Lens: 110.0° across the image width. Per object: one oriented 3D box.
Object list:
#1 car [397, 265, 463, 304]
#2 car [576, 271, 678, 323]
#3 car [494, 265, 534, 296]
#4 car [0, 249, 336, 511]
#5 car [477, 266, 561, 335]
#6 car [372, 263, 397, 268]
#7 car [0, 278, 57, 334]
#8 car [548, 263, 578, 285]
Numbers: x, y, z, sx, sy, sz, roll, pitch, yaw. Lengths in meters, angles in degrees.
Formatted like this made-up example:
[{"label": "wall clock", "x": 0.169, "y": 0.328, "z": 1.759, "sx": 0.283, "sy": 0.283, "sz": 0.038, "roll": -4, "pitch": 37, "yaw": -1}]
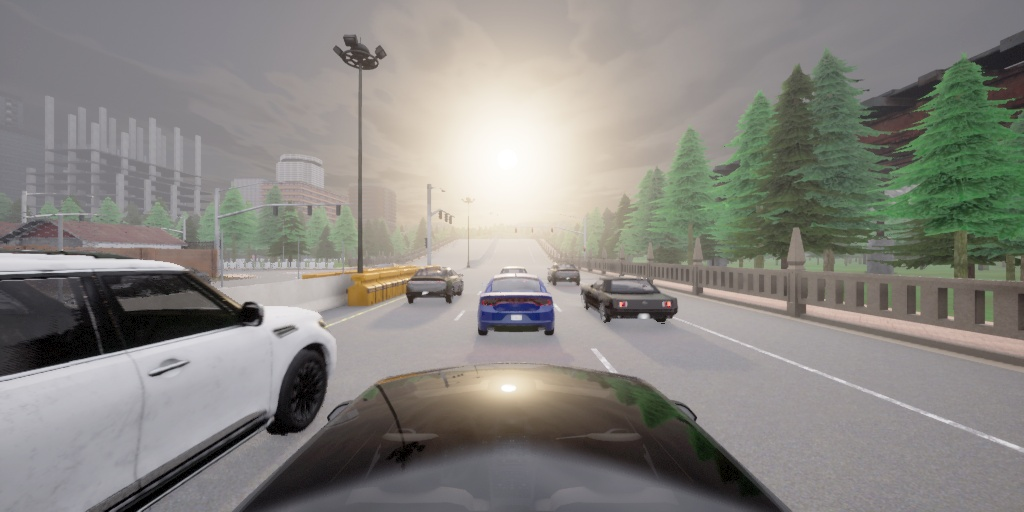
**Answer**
[{"label": "car", "x": -3.395, "y": 1.242, "z": 16.408, "sx": 2.128, "sy": 1.511, "sz": 4.902, "roll": 0, "pitch": 0, "yaw": 0}, {"label": "car", "x": 3.603, "y": 1.351, "z": 12.015, "sx": 1.895, "sy": 1.301, "sz": 4.718, "roll": 0, "pitch": 0, "yaw": 0}, {"label": "car", "x": 0.106, "y": 1.297, "z": 20.568, "sx": 2.033, "sy": 1.411, "sz": 5.357, "roll": 0, "pitch": 0, "yaw": 0}, {"label": "car", "x": -3.403, "y": 0.974, "z": 2.369, "sx": 2.150, "sy": 2.045, "sz": 5.566, "roll": 0, "pitch": 0, "yaw": 0}, {"label": "car", "x": 0.100, "y": 1.228, "z": 10.497, "sx": 1.882, "sy": 1.535, "sz": 5.008, "roll": 0, "pitch": 0, "yaw": 0}, {"label": "car", "x": -10.490, "y": 1.311, "z": 29.989, "sx": 1.812, "sy": 1.442, "sz": 4.674, "roll": 0, "pitch": 0, "yaw": 0}, {"label": "car", "x": -14.097, "y": 1.314, "z": 8.236, "sx": 1.994, "sy": 1.385, "sz": 4.181, "roll": 0, "pitch": 0, "yaw": 0}, {"label": "car", "x": 3.609, "y": 1.241, "z": 25.520, "sx": 2.128, "sy": 1.511, "sz": 4.902, "roll": 0, "pitch": 0, "yaw": 0}]
